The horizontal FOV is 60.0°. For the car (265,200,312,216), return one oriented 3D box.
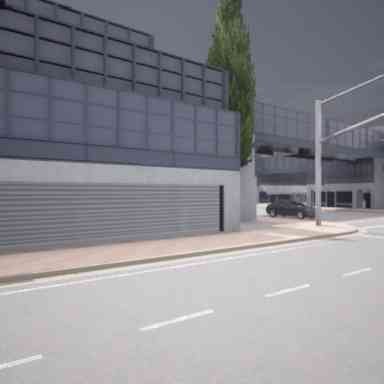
[{"bbox_3d":[9.633,1.561,33.445,1.994,1.385,4.181,0,0,-37],"label":"car"}]

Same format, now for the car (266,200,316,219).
[{"bbox_3d":[8.666,1.503,28.893,1.837,1.490,4.892,0,0,-37],"label":"car"}]
